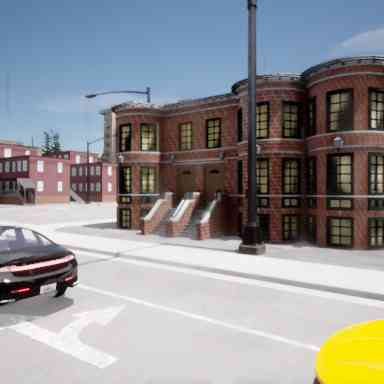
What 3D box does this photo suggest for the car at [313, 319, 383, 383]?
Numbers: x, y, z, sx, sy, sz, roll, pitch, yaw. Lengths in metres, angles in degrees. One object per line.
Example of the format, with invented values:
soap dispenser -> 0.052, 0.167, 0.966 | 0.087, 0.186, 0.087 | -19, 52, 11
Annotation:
car -> 3.228, 1.478, 1.692 | 5.008, 1.535, 1.882 | 0, 0, 36

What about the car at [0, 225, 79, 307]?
car -> -4.540, 1.488, 7.241 | 4.902, 1.511, 2.128 | 0, 0, 34
